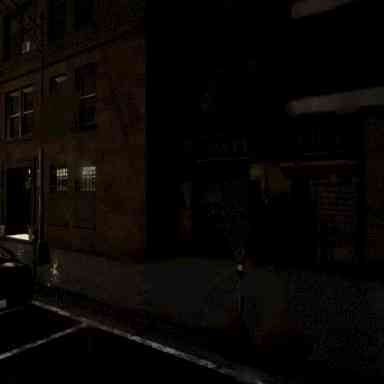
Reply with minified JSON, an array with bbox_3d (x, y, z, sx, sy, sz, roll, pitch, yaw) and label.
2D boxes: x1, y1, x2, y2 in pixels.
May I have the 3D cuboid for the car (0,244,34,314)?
[{"bbox_3d":[-4.827,1.551,6.510,4.403,1.369,2.008,0,0,35],"label":"car"}]
